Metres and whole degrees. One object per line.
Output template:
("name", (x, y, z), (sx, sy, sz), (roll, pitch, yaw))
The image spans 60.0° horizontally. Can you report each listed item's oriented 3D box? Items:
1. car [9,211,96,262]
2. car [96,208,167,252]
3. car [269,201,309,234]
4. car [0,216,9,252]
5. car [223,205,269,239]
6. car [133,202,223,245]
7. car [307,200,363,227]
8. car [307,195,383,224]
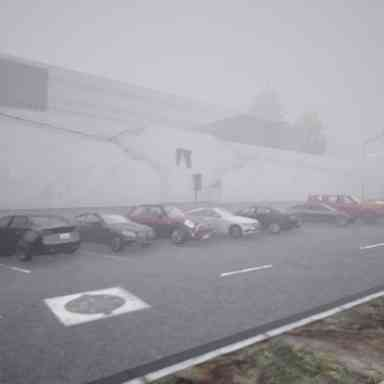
("car", (-6.086, 1.526, 12.245), (4.792, 1.488, 2.163), (-1, -1, 35))
("car", (-3.609, 1.543, 13.981), (4.674, 1.452, 2.002), (-1, -1, 35))
("car", (3.728, 1.485, 19.193), (5.008, 1.535, 2.097), (-1, 0, 35))
("car", (-8.530, 1.238, 10.509), (5.566, 2.045, 2.435), (-1, -1, 35))
("car", (1.279, 1.533, 17.461), (4.674, 1.452, 2.002), (-1, -1, 35))
("car", (-1.191, 1.373, 15.739), (4.553, 1.767, 2.185), (-1, -1, 35))
("car", (8.641, 1.493, 22.668), (4.792, 1.488, 2.163), (-1, -1, 35))
("car", (11.084, 1.204, 24.414), (5.566, 2.045, 2.435), (-1, -1, 35))
